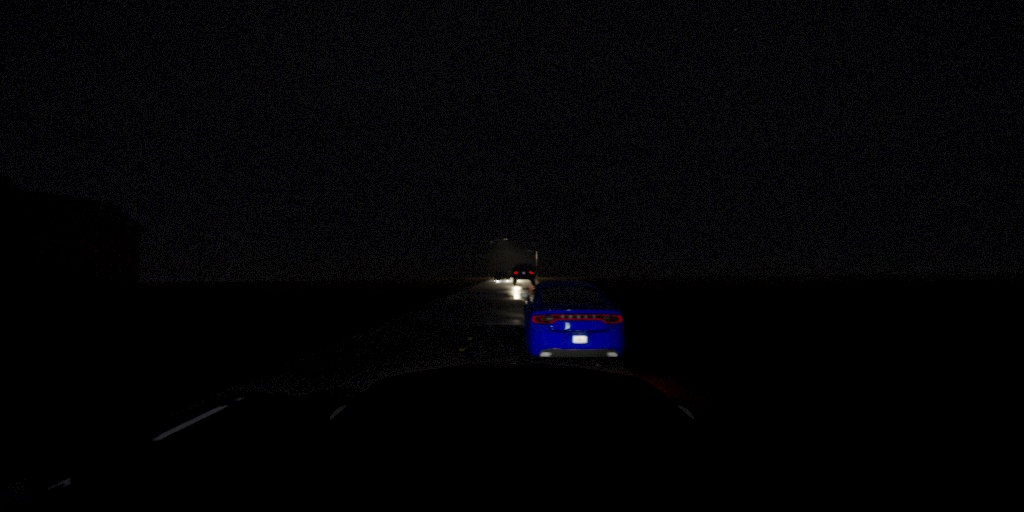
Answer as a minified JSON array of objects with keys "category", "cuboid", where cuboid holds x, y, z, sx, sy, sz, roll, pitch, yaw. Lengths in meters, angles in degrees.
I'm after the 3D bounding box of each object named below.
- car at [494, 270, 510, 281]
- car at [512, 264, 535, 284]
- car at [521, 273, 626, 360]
[{"category":"car","cuboid":[-1.253,2.622,48.664,1.994,1.385,4.181,0,-2,2]},{"category":"car","cuboid":[1.204,1.814,36.681,2.150,2.045,5.566,0,-2,2]},{"category":"car","cuboid":[1.237,1.321,8.624,1.882,1.535,5.008,0,-1,2]}]
